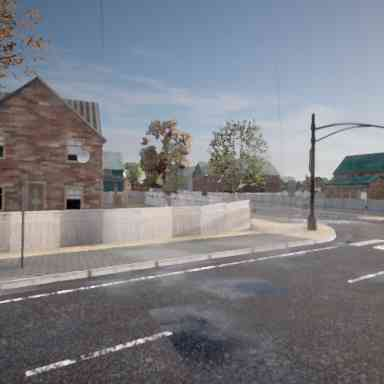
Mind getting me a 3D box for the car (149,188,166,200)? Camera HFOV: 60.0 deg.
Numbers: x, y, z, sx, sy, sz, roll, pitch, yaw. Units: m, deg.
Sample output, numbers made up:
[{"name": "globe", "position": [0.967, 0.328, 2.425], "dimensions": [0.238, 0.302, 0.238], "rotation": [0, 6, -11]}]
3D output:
[{"name": "car", "position": [-6.515, 0.322, 61.647], "dimensions": [2.150, 2.045, 5.566], "rotation": [1, 1, -21]}]
